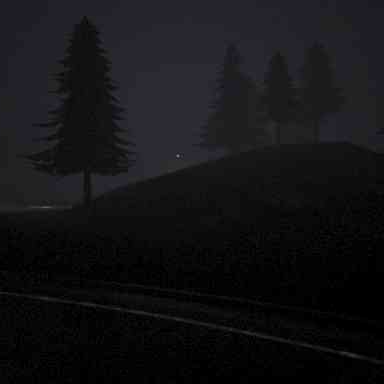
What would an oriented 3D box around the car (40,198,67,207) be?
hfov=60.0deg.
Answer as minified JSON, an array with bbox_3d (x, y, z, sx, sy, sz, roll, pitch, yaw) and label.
[{"bbox_3d":[-22.885,1.761,56.160,1.994,1.385,4.181,0,0,19],"label":"car"}]

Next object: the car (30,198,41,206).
[{"bbox_3d":[-25.997,1.779,57.882,1.994,1.385,4.181,0,0,18],"label":"car"}]

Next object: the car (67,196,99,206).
[{"bbox_3d":[-18.732,1.528,57.528,2.097,1.767,4.553,0,0,19],"label":"car"}]
